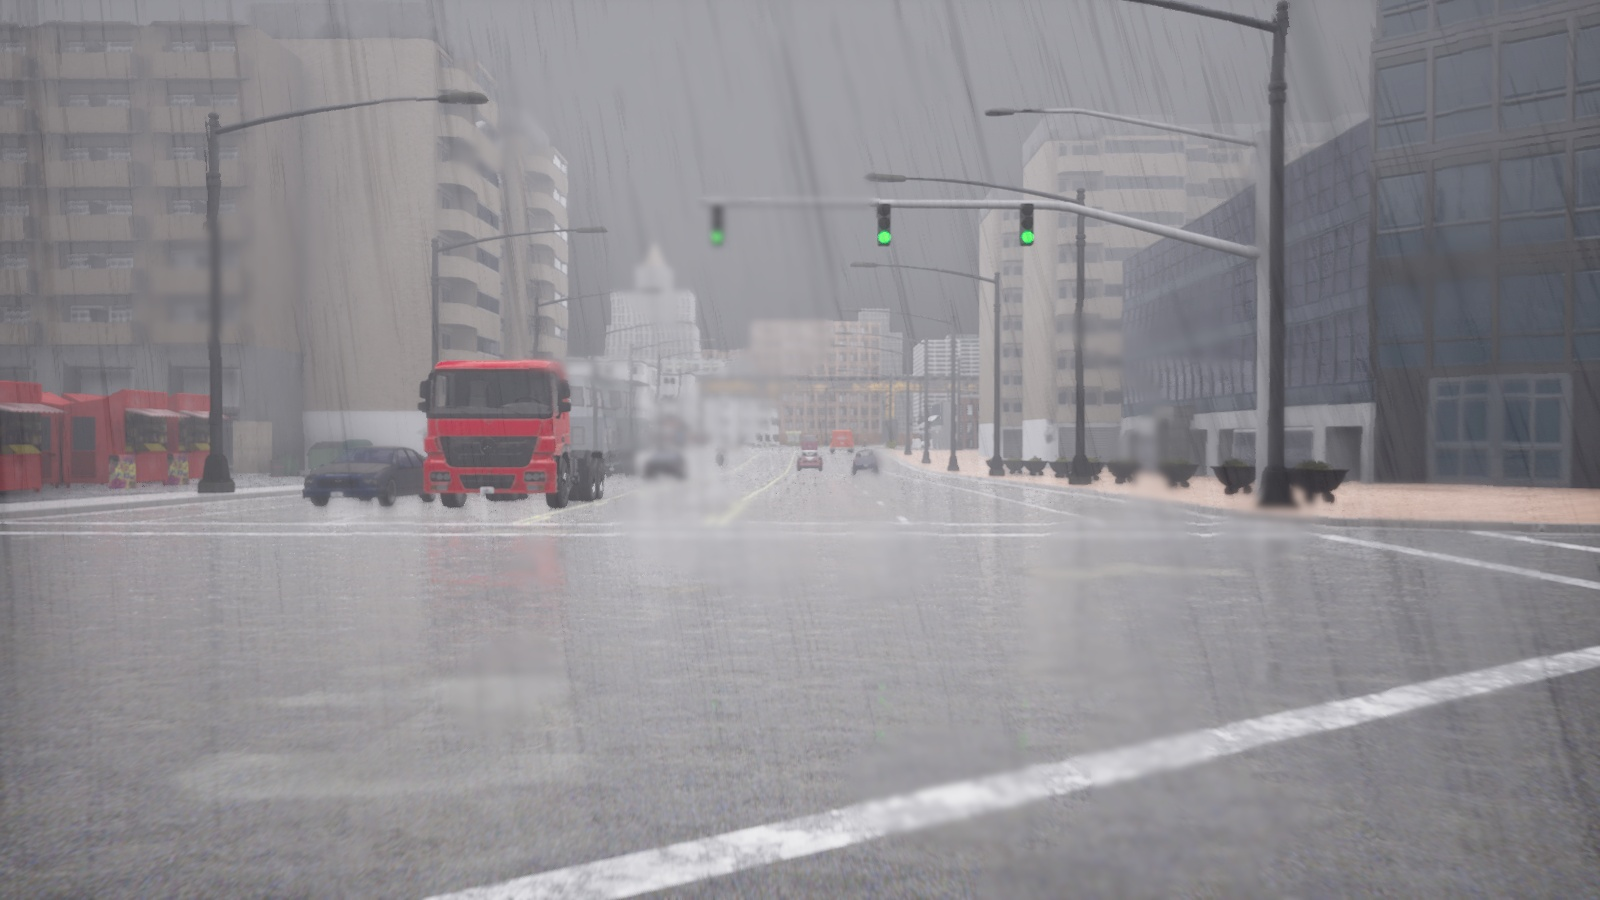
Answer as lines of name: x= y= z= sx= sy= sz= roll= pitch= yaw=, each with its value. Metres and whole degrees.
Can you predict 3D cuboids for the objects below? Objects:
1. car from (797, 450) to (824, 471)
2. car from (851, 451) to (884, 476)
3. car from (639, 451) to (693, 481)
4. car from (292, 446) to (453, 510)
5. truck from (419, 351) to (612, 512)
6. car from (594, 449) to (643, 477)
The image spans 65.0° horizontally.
car: x=0.776 y=0.750 z=91.956 sx=1.970 sy=1.475 sz=3.806 roll=0 pitch=1 yaw=0
car: x=4.159 y=0.845 z=77.649 sx=1.845 sy=1.501 sz=3.633 roll=0 pitch=0 yaw=0
car: x=-6.476 y=0.769 z=61.324 sx=2.033 sy=1.411 sz=5.357 roll=0 pitch=0 yaw=0
car: x=-10.226 y=0.618 z=30.559 sx=2.033 sy=1.411 sz=5.357 roll=0 pitch=0 yaw=1
truck: x=-6.722 y=-0.403 z=31.029 sx=2.891 sy=3.462 sz=7.936 roll=0 pitch=0 yaw=0
car: x=-9.914 y=0.704 z=68.828 sx=2.007 sy=1.525 sz=4.514 roll=0 pitch=0 yaw=0
